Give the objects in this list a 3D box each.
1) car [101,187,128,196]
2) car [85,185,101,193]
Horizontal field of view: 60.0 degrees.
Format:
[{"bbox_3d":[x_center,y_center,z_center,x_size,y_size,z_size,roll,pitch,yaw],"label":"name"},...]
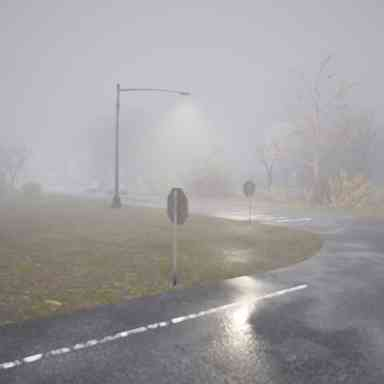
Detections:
[{"bbox_3d":[-11.638,-0.147,51.338,2.033,1.411,5.357,0,2,-36],"label":"car"},{"bbox_3d":[-17.710,-0.504,59.808,1.812,1.442,4.674,0,2,-36],"label":"car"}]
